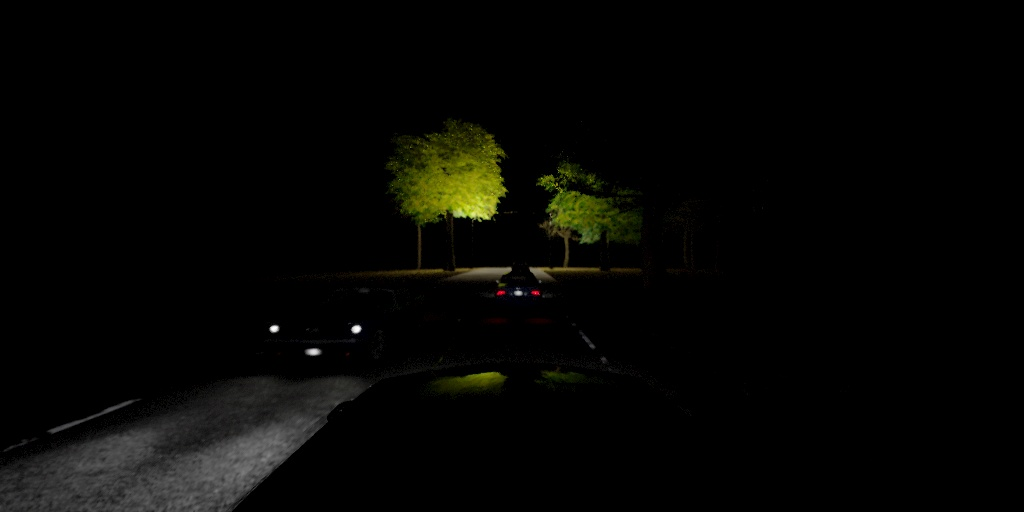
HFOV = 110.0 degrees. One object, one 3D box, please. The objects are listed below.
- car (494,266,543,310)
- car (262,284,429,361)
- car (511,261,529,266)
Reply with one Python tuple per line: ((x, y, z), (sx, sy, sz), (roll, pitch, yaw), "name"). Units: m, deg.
((0.267, 1.332, 14.849), (2.033, 1.411, 5.357), (0, 0, 1), "car")
((-3.428, 1.366, 8.434), (1.895, 1.301, 4.718), (0, 0, 1), "car")
((0.896, 1.327, 39.252), (1.882, 1.535, 5.008), (0, 0, 2), "car")
